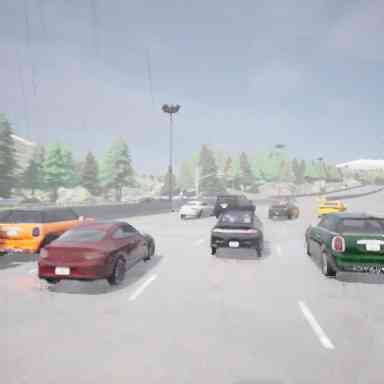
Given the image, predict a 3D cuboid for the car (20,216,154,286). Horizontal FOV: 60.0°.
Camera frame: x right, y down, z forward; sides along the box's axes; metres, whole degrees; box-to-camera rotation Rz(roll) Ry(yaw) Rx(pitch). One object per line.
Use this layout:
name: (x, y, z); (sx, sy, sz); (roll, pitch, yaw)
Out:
car: (-2.427, 1.517, 9.375); (1.812, 1.442, 4.674); (0, 0, 8)

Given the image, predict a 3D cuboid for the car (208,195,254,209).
car: (3.712, 1.256, 28.339); (2.150, 2.045, 5.566); (0, 0, 27)

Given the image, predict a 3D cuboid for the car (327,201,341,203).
car: (12.794, 1.563, 30.149); (1.882, 1.535, 5.008); (0, 0, 31)

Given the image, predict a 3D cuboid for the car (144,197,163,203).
car: (-5.248, 1.564, 53.829); (1.994, 1.385, 4.181); (0, 0, 35)

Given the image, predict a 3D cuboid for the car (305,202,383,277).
car: (4.854, 1.384, 10.287); (2.097, 1.767, 4.553); (0, 0, 11)

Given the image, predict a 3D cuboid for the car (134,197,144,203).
car: (-7.770, 1.513, 56.322); (1.812, 1.442, 4.674); (0, 0, 35)

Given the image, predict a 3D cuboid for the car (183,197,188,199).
car: (1.012, 1.596, 50.559); (1.994, 1.385, 4.181); (0, 0, 35)

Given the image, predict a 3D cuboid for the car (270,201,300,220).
car: (8.079, 1.550, 29.021); (2.128, 1.511, 4.902); (0, 0, 29)

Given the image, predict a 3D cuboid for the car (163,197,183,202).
car: (-1.758, 1.565, 52.701); (2.033, 1.411, 5.357); (0, 0, 35)

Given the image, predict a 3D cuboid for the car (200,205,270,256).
car: (1.921, 1.509, 13.317); (2.128, 1.511, 4.902); (0, 0, 13)

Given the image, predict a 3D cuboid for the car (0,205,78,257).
car: (-5.313, 1.329, 12.680); (2.097, 1.767, 4.553); (0, 0, 11)

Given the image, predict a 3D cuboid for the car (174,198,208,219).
car: (0.534, 1.544, 29.670); (1.812, 1.442, 4.674); (0, 0, 26)
